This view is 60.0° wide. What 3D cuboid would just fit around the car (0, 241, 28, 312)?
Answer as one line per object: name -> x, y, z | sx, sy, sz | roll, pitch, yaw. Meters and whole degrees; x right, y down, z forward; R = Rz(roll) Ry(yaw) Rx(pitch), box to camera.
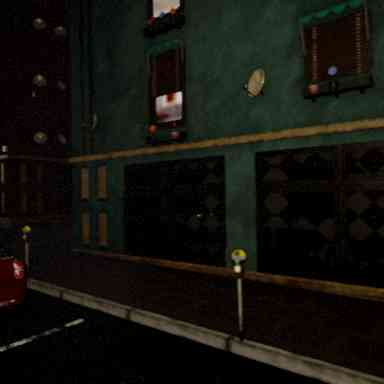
car -> -5.047, 1.439, 6.490 | 4.097, 1.590, 1.967 | 0, -1, 36
